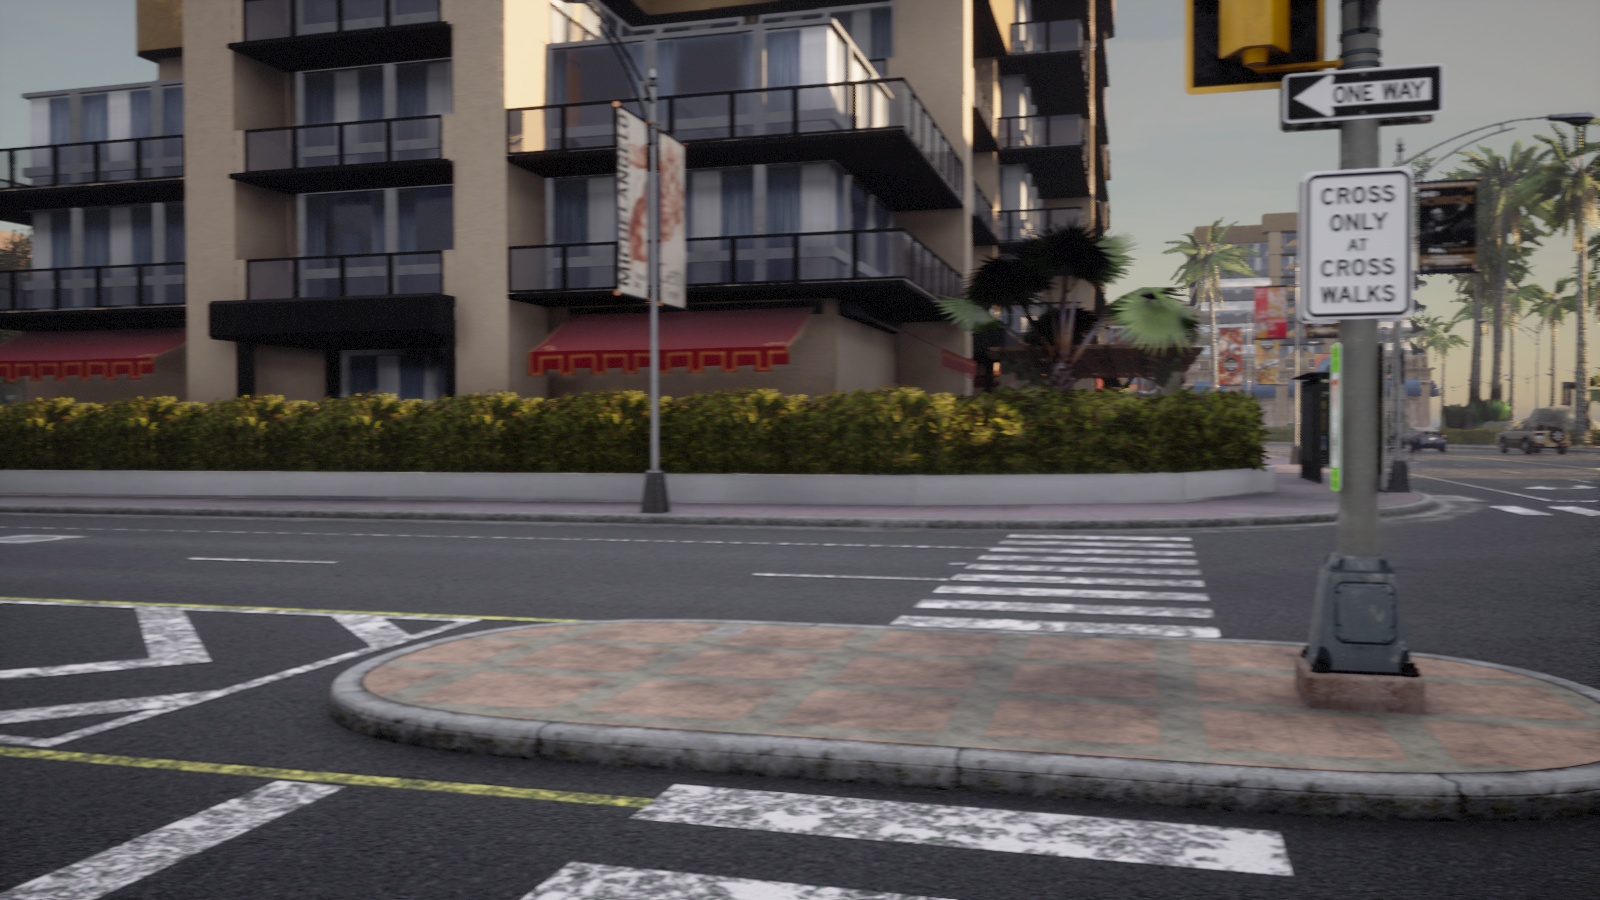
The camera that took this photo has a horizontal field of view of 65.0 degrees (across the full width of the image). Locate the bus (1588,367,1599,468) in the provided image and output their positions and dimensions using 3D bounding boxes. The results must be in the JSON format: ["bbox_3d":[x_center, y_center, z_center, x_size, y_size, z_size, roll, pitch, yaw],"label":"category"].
[{"bbox_3d":[34.528,-1.305,48.696,3.944,4.253,10.273,0,1,16],"label":"bus"}]

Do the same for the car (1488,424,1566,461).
[{"bbox_3d":[38.569,-0.419,66.759,1.932,1.855,4.605,0,1,7],"label":"car"}]

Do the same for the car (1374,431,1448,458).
[{"bbox_3d":[35.565,-0.360,73.260,2.163,1.488,4.792,0,1,3],"label":"car"}]
